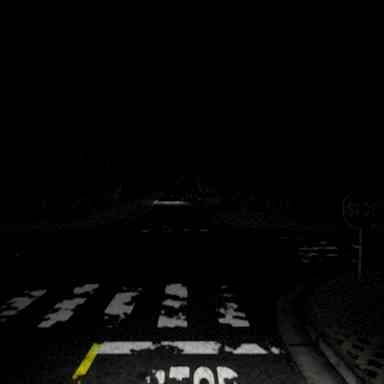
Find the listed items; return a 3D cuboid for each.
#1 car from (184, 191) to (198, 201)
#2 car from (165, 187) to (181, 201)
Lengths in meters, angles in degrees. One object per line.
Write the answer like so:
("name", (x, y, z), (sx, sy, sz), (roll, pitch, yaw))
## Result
("car", (-0.098, 0.560, 50.374), (1.994, 1.385, 4.181), (0, 2, 0))
("car", (-2.848, 0.214, 50.484), (2.150, 2.045, 5.566), (0, 2, 0))
